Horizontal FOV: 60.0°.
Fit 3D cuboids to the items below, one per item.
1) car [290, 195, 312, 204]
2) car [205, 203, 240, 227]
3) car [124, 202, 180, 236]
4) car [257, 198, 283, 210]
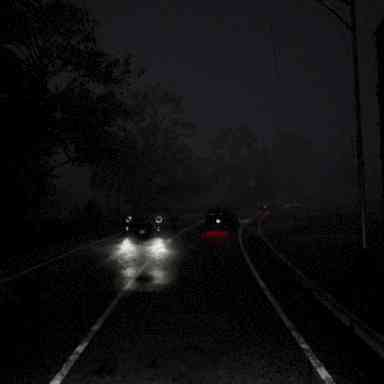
[{"bbox_3d":[18.496,1.247,56.432,4.902,1.511,2.128,-2,-3,-41],"label":"car"},{"bbox_3d":[2.055,1.470,22.185,1.837,1.490,4.892,-2,0,12],"label":"car"},{"bbox_3d":[-2.106,1.383,18.537,2.097,1.767,4.553,-1,0,10],"label":"car"},{"bbox_3d":[9.669,1.430,40.676,1.895,1.301,4.718,-4,-1,31],"label":"car"}]
